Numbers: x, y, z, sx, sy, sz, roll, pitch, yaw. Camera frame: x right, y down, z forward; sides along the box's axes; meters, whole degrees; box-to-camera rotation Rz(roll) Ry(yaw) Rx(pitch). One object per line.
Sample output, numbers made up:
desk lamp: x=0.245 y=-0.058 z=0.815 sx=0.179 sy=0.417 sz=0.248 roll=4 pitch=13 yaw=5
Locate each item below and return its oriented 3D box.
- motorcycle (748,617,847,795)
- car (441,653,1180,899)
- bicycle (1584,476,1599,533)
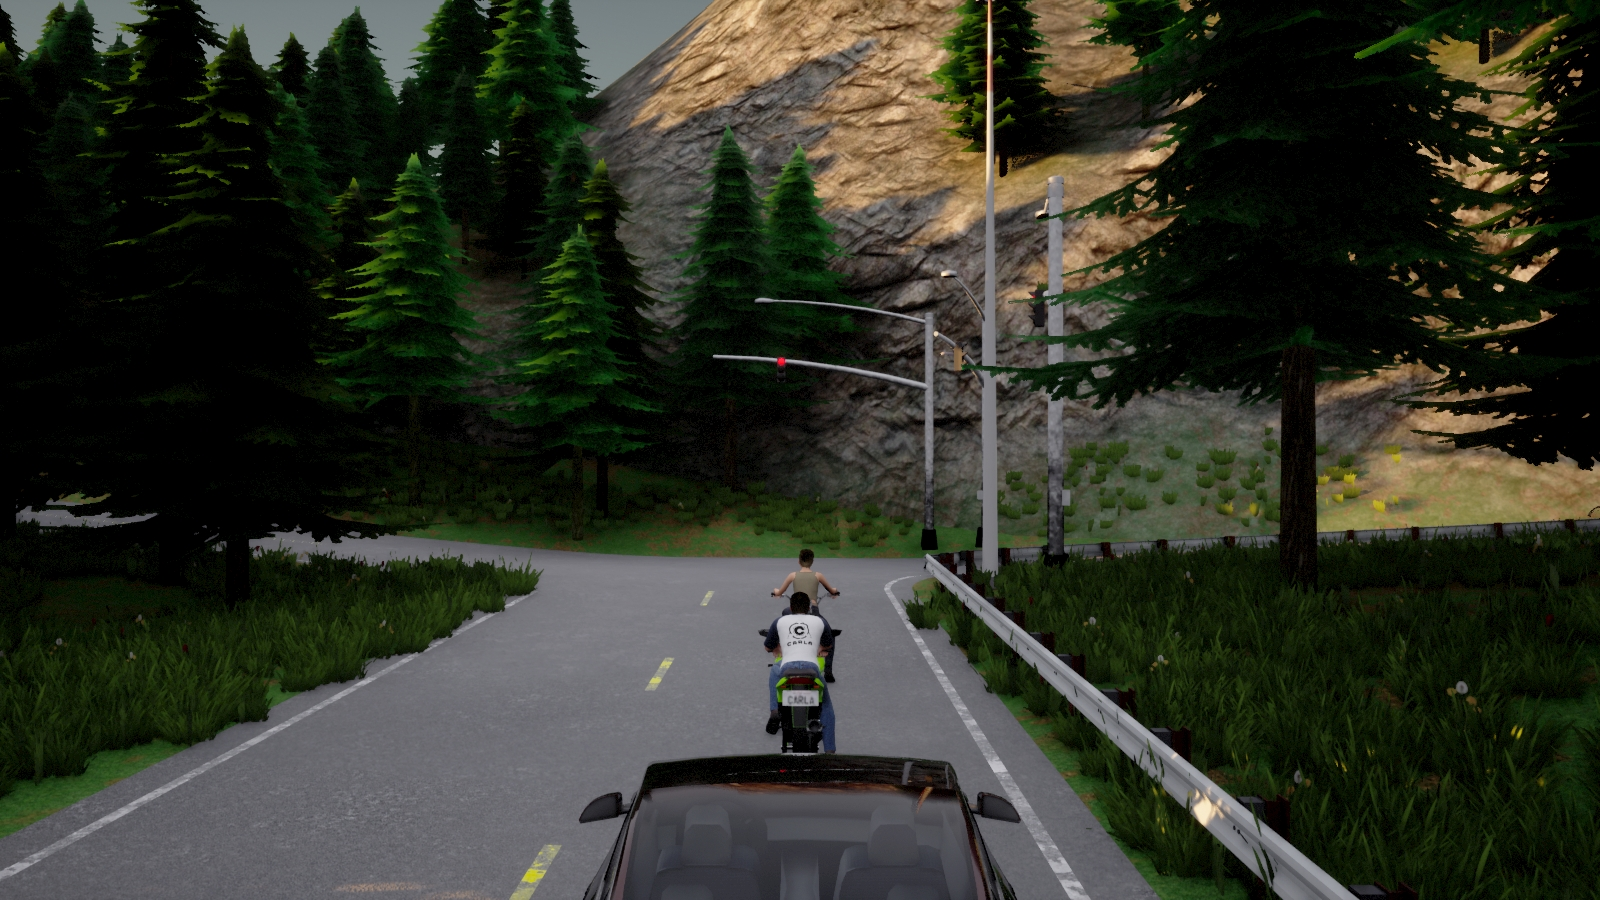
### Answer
motorcycle: x=-0.020 y=2.213 z=10.238 sx=0.803 sy=1.145 sz=2.033 roll=0 pitch=0 yaw=0
car: x=0.029 y=2.063 z=5.012 sx=2.163 sy=1.488 sz=4.792 roll=0 pitch=0 yaw=0
bicycle: x=21.502 y=1.375 z=29.584 sx=1.835 sy=1.471 sz=0.329 roll=-5 pitch=-2 yaw=26
